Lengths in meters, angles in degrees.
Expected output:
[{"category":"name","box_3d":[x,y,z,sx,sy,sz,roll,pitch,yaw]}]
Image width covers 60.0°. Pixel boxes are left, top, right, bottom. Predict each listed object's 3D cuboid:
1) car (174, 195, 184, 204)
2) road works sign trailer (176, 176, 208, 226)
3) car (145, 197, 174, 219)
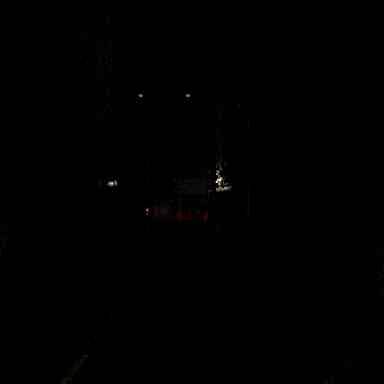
[{"category":"car","box_3d":[-3.003,1.608,72.452,2.150,2.045,5.566,0,0,0]},{"category":"road works sign trailer","box_3d":[-0.001,0.617,25.059,2.380,3.560,2.880,0,0,0]},{"category":"car","box_3d":[-3.097,1.543,31.133,2.097,1.767,4.553,0,0,0]}]
